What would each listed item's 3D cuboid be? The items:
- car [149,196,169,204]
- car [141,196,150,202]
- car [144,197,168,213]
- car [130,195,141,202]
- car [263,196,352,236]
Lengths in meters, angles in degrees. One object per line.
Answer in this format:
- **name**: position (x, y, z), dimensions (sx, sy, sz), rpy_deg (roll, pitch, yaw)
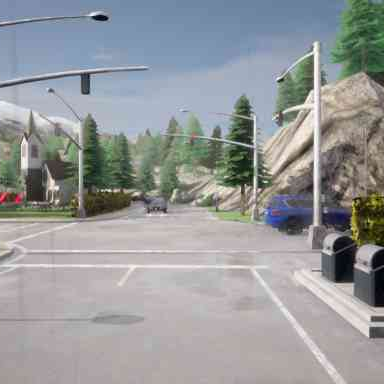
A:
- **car**: position (-6.488, 1.547, 64.656), dimensions (2.033, 1.411, 5.357), rpy_deg (0, 0, -27)
- **car**: position (-6.637, 1.505, 54.848), dimensions (1.837, 1.490, 4.892), rpy_deg (0, 0, -18)
- **car**: position (-3.762, 1.564, 36.484), dimensions (1.994, 1.385, 4.181), rpy_deg (0, 0, -2)
- **car**: position (-12.355, 1.433, 73.210), dimensions (5.008, 1.535, 1.882), rpy_deg (0, 0, 42)
- **car**: position (6.689, 1.221, 17.913), dimensions (5.566, 2.045, 2.150), rpy_deg (0, 0, -1)
